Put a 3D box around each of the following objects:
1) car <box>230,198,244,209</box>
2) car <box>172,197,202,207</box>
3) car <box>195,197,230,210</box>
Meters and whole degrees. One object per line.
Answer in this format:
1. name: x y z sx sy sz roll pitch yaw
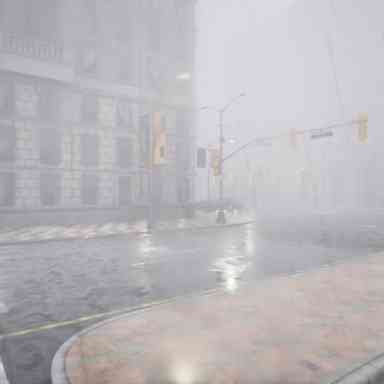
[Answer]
1. car: 4.859 1.498 44.665 1.837 1.490 4.892 0 0 -36
2. car: -0.828 1.540 52.610 2.033 1.411 5.357 0 0 -35
3. car: 2.298 1.558 42.231 1.994 1.385 4.181 0 0 -36
